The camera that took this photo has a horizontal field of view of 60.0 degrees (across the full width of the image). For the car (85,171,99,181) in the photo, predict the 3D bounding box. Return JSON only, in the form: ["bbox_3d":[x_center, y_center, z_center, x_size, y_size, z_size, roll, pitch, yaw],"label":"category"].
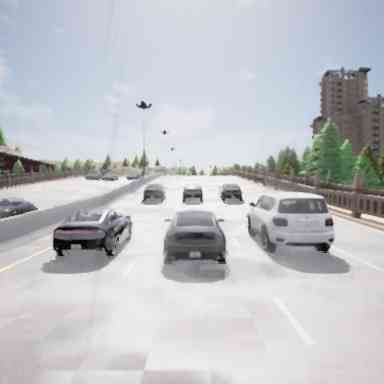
[{"bbox_3d":[-17.562,-2.983,59.567,2.097,1.767,4.553,0,6,0],"label":"car"}]

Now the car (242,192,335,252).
[{"bbox_3d":[3.591,1.001,13.055,2.150,2.045,5.566,0,3,0],"label":"car"}]

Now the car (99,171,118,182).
[{"bbox_3d":[-14.069,-2.605,57.446,1.812,1.442,4.674,0,6,1],"label":"car"}]

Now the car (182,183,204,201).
[{"bbox_3d":[0.081,-0.098,31.184,2.128,1.511,4.902,0,6,0],"label":"car"}]

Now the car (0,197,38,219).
[{"bbox_3d":[-10.609,1.025,19.026,1.994,1.385,4.181,0,4,0],"label":"car"}]

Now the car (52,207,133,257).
[{"bbox_3d":[-3.410,1.305,12.203,2.128,1.511,4.902,0,2,0],"label":"car"}]

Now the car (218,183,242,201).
[{"bbox_3d":[3.581,-0.075,31.091,1.837,1.490,4.892,0,6,0],"label":"car"}]

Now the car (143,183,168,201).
[{"bbox_3d":[-3.419,-0.070,31.055,1.837,1.490,4.892,0,6,0],"label":"car"}]

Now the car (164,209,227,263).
[{"bbox_3d":[0.090,1.352,11.344,1.837,1.490,4.892,0,2,0],"label":"car"}]

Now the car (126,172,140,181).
[{"bbox_3d":[-10.556,-2.849,60.185,2.033,1.411,5.357,0,6,1],"label":"car"}]
